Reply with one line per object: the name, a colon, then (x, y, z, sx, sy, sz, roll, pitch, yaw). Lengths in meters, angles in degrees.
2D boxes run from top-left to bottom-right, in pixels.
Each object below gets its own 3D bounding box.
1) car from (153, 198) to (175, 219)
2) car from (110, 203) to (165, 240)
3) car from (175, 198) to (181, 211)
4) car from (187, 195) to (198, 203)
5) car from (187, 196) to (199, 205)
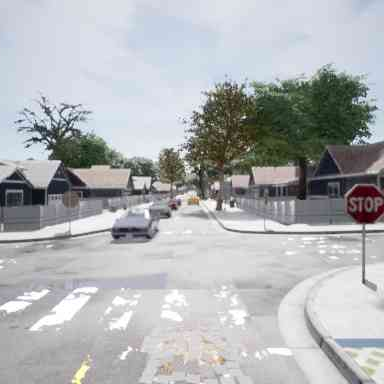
car: (-2.772, 1.500, 29.418, 1.812, 1.442, 4.674, 0, 0, 0)
car: (-2.808, 1.550, 17.551, 2.033, 1.411, 5.357, -1, 1, 0)
car: (-2.735, 1.566, 40.916, 1.895, 1.301, 4.718, 0, 0, 0)
car: (0.174, 1.448, 66.766, 2.128, 1.511, 4.902, 0, 0, 0)
car: (0.245, 1.435, 56.807, 1.882, 1.535, 5.008, 0, 0, 0)
